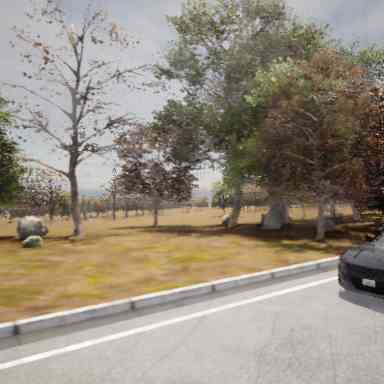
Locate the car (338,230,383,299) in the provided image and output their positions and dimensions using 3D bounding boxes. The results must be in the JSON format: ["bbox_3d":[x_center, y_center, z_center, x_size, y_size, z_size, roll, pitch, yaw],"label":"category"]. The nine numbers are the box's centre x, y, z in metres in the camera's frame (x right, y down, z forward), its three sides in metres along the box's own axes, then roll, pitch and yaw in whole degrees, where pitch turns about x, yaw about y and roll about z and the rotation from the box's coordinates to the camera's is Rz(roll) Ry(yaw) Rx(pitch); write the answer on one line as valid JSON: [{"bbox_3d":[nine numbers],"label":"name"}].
[{"bbox_3d":[5.446,1.479,7.859,5.008,1.535,1.882,0,0,-35],"label":"car"}]
